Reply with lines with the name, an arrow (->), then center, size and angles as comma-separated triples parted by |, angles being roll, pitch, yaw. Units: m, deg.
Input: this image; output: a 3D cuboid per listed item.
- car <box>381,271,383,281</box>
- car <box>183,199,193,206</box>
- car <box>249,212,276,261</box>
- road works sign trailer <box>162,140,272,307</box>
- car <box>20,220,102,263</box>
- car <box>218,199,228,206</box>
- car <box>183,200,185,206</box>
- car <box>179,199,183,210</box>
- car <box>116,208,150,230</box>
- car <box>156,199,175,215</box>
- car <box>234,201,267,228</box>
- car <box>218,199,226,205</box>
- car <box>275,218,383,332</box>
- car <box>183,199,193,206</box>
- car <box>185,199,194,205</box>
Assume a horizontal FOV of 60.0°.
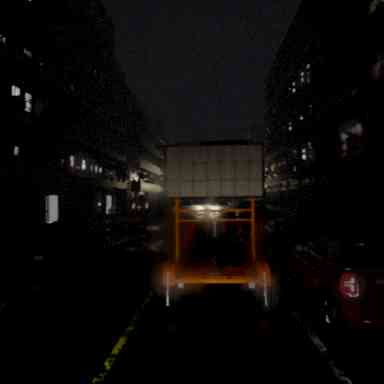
car -> 2.867, 1.520, 1.235 | 1.887, 1.381, 4.507 | -1, -1, 3
car -> -1.303, 2.245, 74.869 | 2.192, 1.841, 5.009 | -1, -1, 3
car -> 3.514, 1.656, 12.488 | 2.008, 1.369, 4.403 | -1, -1, 3
road works sign trailer -> 0.553, 0.559, 8.160 | 2.380, 3.560, 2.880 | -1, -1, 3
car -> -4.853, 1.800, 12.970 | 1.947, 1.339, 4.313 | -1, -1, 3
car -> 7.075, 2.329, 74.553 | 1.752, 1.417, 4.829 | -1, -1, 3
car -> -2.592, 2.261, 52.359 | 1.802, 1.307, 4.206 | -1, -1, 3
car -> -2.917, 1.931, 46.735 | 2.192, 1.841, 5.009 | -1, -1, 3
car -> -4.217, 1.886, 24.054 | 1.752, 1.417, 4.829 | -1, -1, 3
car -> -3.239, 1.993, 41.107 | 1.967, 1.590, 4.097 | -1, -1, 3
car -> 4.157, 1.549, 23.745 | 2.192, 1.841, 5.009 | -1, -1, 3
car -> 7.711, 2.471, 85.637 | 1.887, 1.381, 4.507 | -1, -1, 3
car -> 3.189, 1.480, 6.863 | 1.967, 1.590, 4.097 | -1, -1, 3
car -> -0.979, 2.433, 80.493 | 1.967, 1.590, 4.097 | -1, -1, 3
car -> -0.654, 2.600, 86.120 | 1.887, 1.381, 4.507 | -1, -1, 3
